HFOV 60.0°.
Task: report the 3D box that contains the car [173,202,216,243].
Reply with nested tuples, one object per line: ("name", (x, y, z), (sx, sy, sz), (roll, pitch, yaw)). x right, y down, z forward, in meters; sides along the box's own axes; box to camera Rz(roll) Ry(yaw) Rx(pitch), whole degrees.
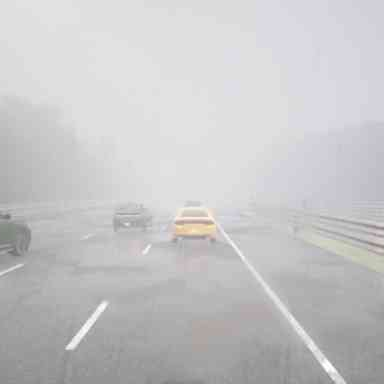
("car", (0.096, 1.472, 16.231), (1.882, 1.535, 5.008), (0, 0, 0))

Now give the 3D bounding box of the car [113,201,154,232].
("car", (-3.404, 1.487, 19.966), (2.128, 1.511, 4.902), (0, 0, 0))

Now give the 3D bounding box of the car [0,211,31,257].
("car", (-6.901, 1.217, 9.701), (2.150, 2.045, 5.566), (0, 0, 0))

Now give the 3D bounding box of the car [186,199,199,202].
("car", (0.094, 1.528, 36.998), (1.837, 1.490, 4.892), (0, 0, 0))

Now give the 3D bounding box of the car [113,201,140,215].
("car", (-6.905, 1.620, 35.443), (1.895, 1.301, 4.718), (0, 0, 0))
